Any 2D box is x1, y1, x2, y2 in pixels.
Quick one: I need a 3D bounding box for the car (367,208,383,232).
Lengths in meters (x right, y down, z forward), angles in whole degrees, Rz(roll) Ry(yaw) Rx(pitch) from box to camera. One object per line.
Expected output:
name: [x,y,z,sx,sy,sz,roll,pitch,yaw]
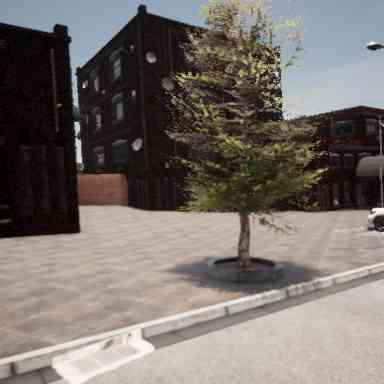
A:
car: [12.691,1.273,18.127,2.435,2.045,5.566,0,0,-36]
